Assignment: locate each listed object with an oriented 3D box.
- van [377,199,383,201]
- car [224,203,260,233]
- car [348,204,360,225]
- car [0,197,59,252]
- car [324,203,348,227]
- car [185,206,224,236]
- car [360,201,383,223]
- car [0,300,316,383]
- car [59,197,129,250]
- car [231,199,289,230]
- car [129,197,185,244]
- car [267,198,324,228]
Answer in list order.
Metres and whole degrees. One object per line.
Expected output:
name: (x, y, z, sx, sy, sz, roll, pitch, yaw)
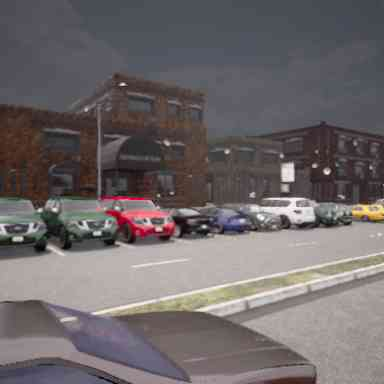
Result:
van: (21.554, 1.738, 34.468, 1.878, 1.987, 4.442, 1, -1, -36)
car: (1.373, 1.621, 20.019, 2.163, 1.488, 4.792, 1, -1, -36)
car: (10.338, 1.634, 26.443, 2.185, 1.767, 4.553, 1, -1, -36)
car: (-7.514, 1.246, 13.507, 2.435, 2.045, 5.566, 0, 0, -36)
car: (8.105, 1.465, 24.829, 2.435, 2.045, 5.566, 1, -1, -36)
car: (-0.835, 1.555, 18.377, 2.097, 1.535, 5.008, 1, 0, -36)
car: (14.675, 1.843, 29.854, 1.946, 1.575, 5.366, 1, -1, -36)
car: (-1.412, 1.548, 2.120, 5.357, 1.411, 2.033, 0, 0, -36)
car: (-5.281, 1.257, 15.126, 2.435, 2.045, 5.566, 0, 0, -36)
car: (3.606, 1.503, 21.641, 2.185, 1.767, 4.553, 1, -1, -36)
car: (-3.052, 1.280, 16.741, 2.435, 2.045, 5.566, 1, 0, -36)
car: (5.840, 1.421, 23.256, 2.435, 2.045, 5.566, 1, -1, -36)
